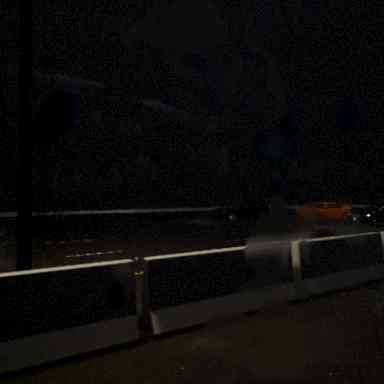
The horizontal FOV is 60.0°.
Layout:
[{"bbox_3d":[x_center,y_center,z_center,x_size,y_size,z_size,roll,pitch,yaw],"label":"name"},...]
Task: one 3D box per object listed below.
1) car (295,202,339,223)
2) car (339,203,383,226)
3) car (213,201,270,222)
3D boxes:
[{"bbox_3d":[10.402,1.550,26.324,5.008,1.535,1.882,0,0,-27],"label":"car"},{"bbox_3d":[13.356,1.576,23.911,4.902,1.511,2.128,0,0,-26],"label":"car"},{"bbox_3d":[4.028,1.519,26.876,5.008,1.535,1.882,0,0,-29],"label":"car"}]
